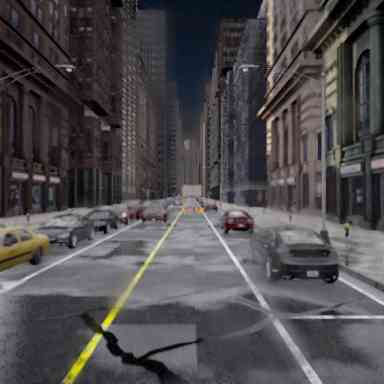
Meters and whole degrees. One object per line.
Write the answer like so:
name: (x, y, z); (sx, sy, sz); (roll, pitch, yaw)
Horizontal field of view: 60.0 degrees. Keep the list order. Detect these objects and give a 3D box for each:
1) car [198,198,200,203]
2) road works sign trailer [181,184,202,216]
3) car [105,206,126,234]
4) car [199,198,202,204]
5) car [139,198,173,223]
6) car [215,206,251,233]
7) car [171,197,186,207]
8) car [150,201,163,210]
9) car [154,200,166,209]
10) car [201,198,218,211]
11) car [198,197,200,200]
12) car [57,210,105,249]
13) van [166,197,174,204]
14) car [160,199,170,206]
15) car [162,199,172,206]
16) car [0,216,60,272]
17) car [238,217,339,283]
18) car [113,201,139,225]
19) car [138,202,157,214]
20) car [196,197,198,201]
car: (2.751, 2.267, 65.812); (1.887, 1.381, 4.507); (0, -1, 0)
road works sign trailer: (-0.009, 0.876, 37.698); (2.380, 3.560, 2.880); (0, -1, 0)
car: (-5.765, 1.796, 20.990); (1.947, 1.339, 4.313); (0, -1, 0)
car: (2.752, 2.187, 60.380); (1.752, 1.417, 4.829); (0, -1, 0)
car: (-3.105, 1.670, 29.100); (2.097, 1.767, 4.553); (0, -1, 0)
car: (2.760, 1.775, 20.998); (1.887, 1.381, 4.507); (0, -1, 0)
car: (-3.016, 2.276, 69.875); (2.128, 1.511, 4.902); (0, -1, 0)
car: (-5.773, 2.180, 54.598); (1.802, 1.307, 4.206); (0, -1, 0)
car: (-5.773, 2.184, 60.030); (1.752, 1.417, 4.829); (0, -1, 0)
car: (2.755, 1.976, 49.007); (1.967, 1.590, 4.097); (0, -1, 0)
car: (2.749, 2.328, 71.413); (1.887, 1.381, 4.507); (0, -1, 0)
car: (-5.764, 1.720, 15.388); (2.008, 1.369, 4.403); (0, -1, 0)
van: (-5.779, 2.311, 88.210); (1.690, 1.788, 3.998); (0, -1, 0)
car: (-5.776, 2.329, 71.403); (1.887, 1.381, 4.507); (0, -1, 0)
car: (-5.777, 2.391, 77.005); (1.887, 1.381, 4.507); (0, -1, 0)
car: (-5.762, 1.632, 9.618); (1.752, 1.417, 4.829); (0, -1, 0)
car: (2.763, 1.659, 9.793); (2.008, 1.369, 4.403); (0, -1, 0)
car: (-5.766, 1.731, 26.593); (1.967, 1.590, 4.097); (0, -1, 0)
car: (-5.770, 2.020, 43.396); (1.887, 1.381, 4.507); (0, -1, 0)
car: (2.746, 2.514, 88.220); (1.887, 1.381, 4.507); (0, -1, 0)
